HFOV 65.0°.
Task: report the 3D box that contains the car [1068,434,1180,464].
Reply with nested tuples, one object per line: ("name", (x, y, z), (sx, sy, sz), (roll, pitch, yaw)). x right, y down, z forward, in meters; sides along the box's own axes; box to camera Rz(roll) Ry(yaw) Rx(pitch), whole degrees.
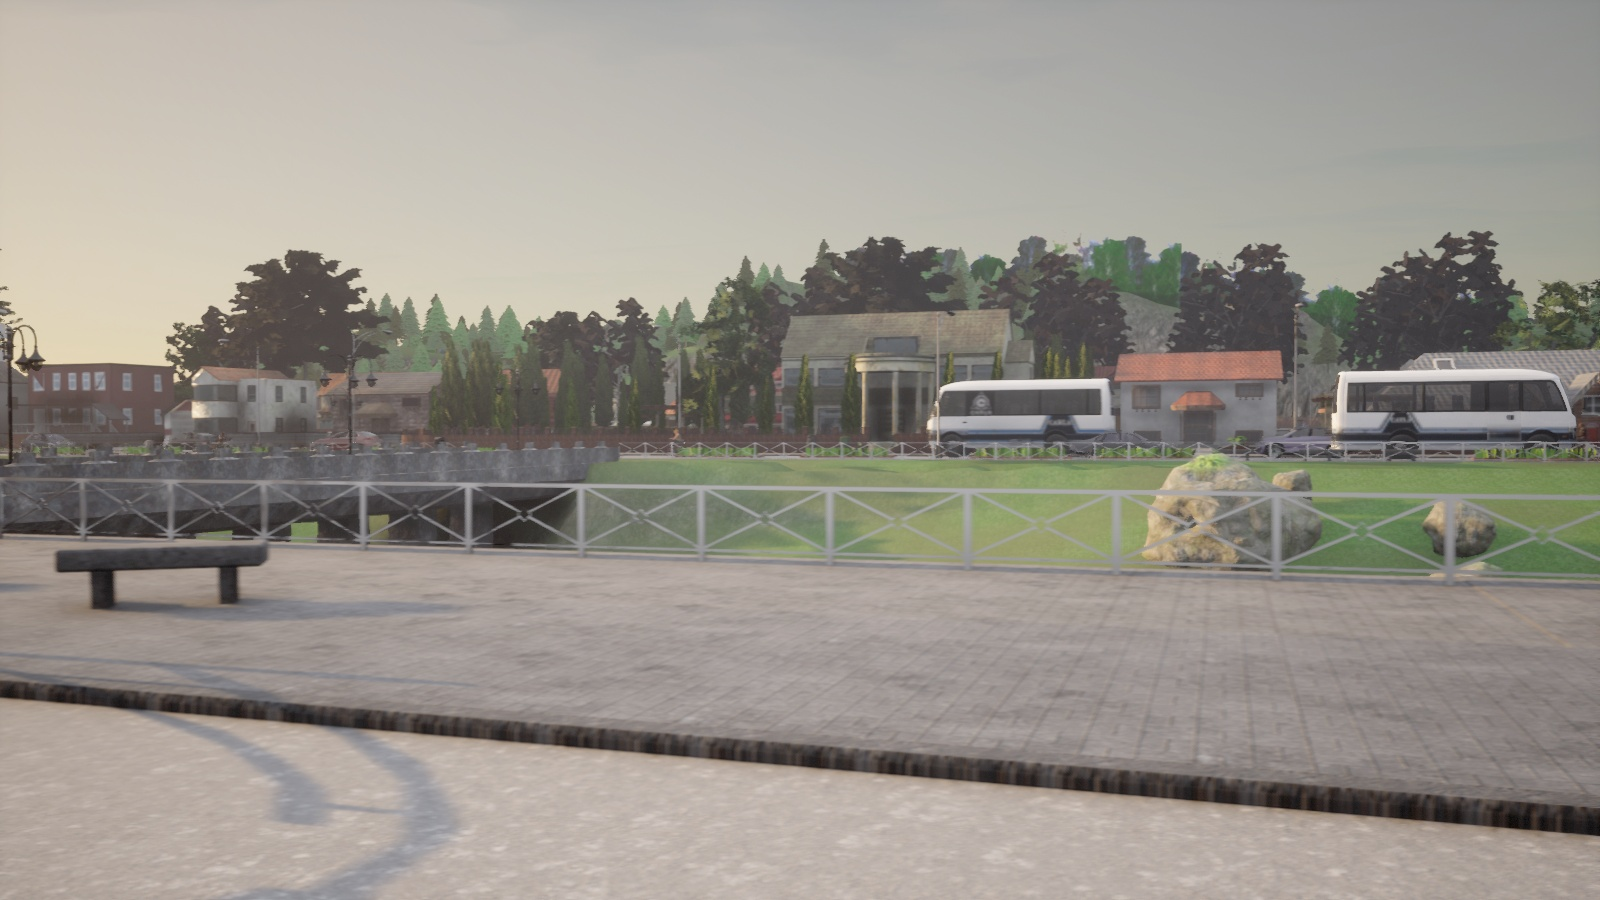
("car", (16.336, -0.078, 63.284), (5.357, 1.411, 2.033), (1, 1, 19))

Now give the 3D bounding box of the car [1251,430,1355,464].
("car", (25.709, -0.177, 64.347), (4.856, 1.649, 2.033), (1, 1, 19))

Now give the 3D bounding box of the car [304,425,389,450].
("car", (-30.029, -0.839, 83.111), (5.027, 1.651, 2.152), (1, 1, 19))

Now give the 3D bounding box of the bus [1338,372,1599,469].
("bus", (30.763, -1.370, 58.404), (10.273, 4.253, 3.944), (1, 1, 19))

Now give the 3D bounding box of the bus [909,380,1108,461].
("bus", (11.480, -1.614, 69.119), (10.273, 4.253, 3.944), (1, 1, 19))

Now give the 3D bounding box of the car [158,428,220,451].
("car", (-42.477, -0.753, 87.304), (3.705, 1.549, 1.789), (1, 1, 19))
